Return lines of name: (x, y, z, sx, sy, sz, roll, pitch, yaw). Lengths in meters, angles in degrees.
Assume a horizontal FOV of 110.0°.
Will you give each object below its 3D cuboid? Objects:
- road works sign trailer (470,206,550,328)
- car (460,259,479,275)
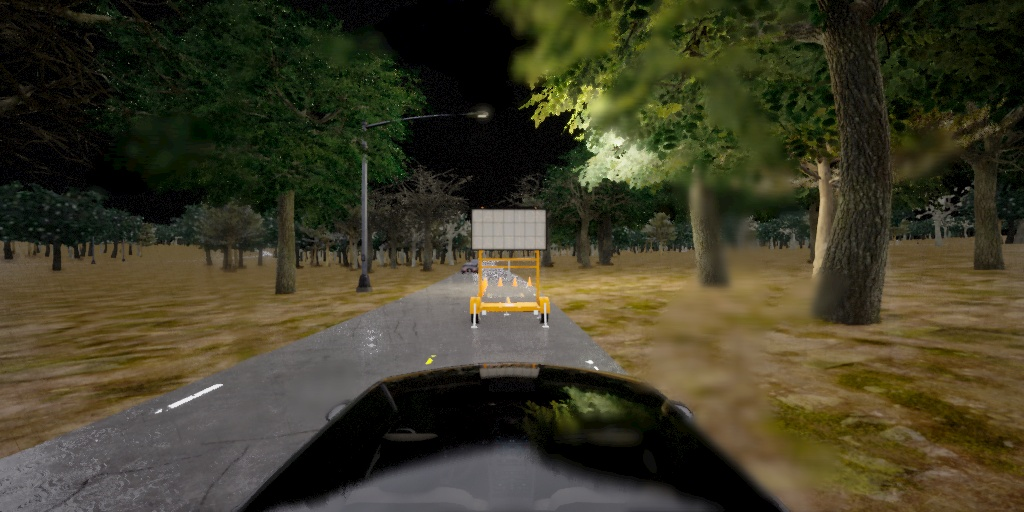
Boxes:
road works sign trailer: (-0.097, 0.226, 11.452, 2.380, 3.560, 2.880, 0, 0, -2)
car: (-4.803, 1.406, 41.136, 1.994, 1.385, 4.181, 0, 0, -5)
